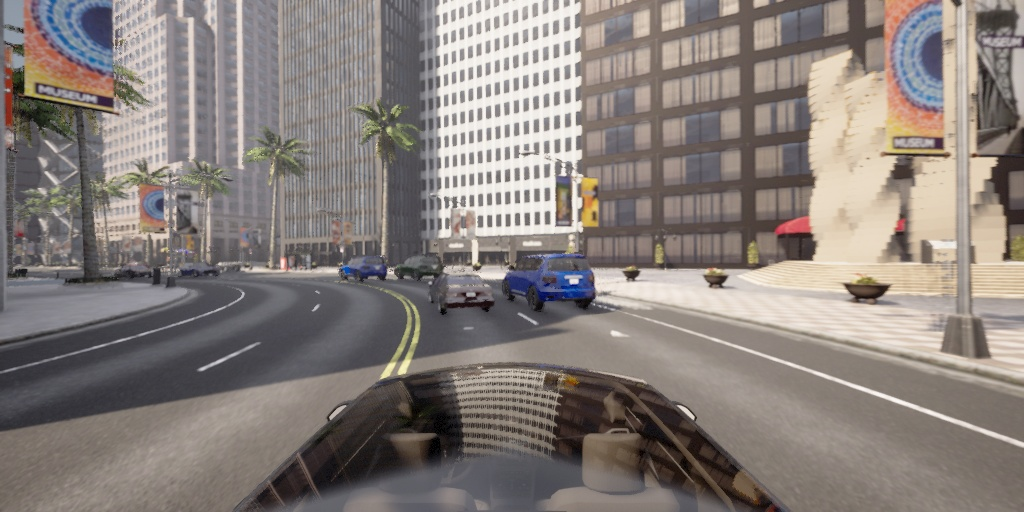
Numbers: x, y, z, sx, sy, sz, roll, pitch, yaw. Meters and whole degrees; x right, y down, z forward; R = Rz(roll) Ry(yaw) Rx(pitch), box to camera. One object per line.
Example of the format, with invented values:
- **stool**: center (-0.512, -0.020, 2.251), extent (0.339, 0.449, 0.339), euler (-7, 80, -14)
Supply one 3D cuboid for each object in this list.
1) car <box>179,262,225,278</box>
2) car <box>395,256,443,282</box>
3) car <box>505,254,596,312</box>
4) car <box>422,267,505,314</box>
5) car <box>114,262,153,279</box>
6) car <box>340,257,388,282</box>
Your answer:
- **car**: center (-33.991, 1.424, 39.030), extent (4.553, 1.767, 2.097), euler (0, 0, 25)
- **car**: center (-7.931, 1.037, 30.575), extent (2.150, 2.045, 5.566), euler (0, 0, -41)
- **car**: center (1.284, 0.952, 14.542), extent (2.150, 2.045, 5.566), euler (0, 0, -17)
- **car**: center (-2.150, 1.313, 14.105), extent (2.033, 1.411, 5.357), euler (-1, 0, -19)
- **car**: center (-39.851, 1.680, 37.949), extent (5.357, 1.411, 2.033), euler (-1, 0, 26)
- **car**: center (-12.664, 1.085, 30.501), extent (5.566, 2.045, 2.150), euler (-1, 0, 44)
